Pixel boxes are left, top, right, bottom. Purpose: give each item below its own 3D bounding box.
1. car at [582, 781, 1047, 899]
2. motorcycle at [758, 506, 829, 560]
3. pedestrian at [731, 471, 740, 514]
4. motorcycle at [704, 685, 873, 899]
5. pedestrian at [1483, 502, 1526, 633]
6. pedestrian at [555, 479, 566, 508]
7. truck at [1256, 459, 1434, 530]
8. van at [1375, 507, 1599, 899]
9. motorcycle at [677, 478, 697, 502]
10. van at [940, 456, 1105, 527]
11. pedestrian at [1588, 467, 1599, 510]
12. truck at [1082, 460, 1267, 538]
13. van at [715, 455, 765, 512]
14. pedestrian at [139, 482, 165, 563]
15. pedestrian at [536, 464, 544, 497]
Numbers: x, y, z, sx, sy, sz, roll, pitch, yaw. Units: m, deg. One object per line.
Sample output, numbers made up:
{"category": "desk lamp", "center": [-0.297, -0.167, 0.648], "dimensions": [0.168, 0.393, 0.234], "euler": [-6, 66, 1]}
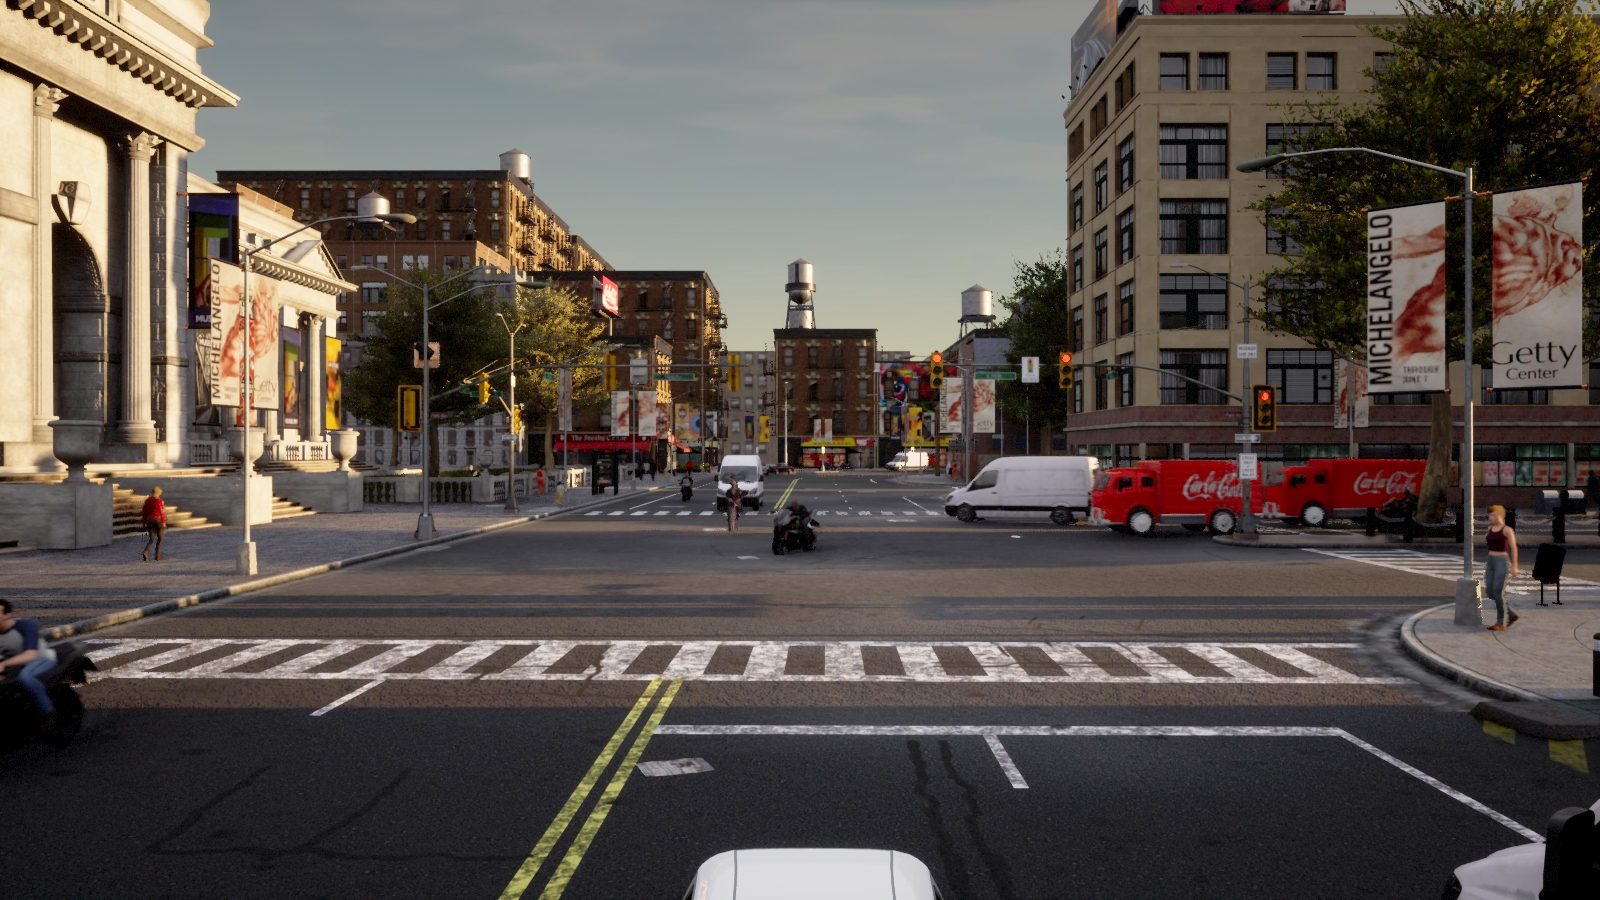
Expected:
{"category": "car", "center": [0.047, 2.120, 3.817], "dimensions": [1.481, 1.376, 2.207], "euler": [0, 0, 0]}
{"category": "motorcycle", "center": [-0.154, 2.205, 30.787], "dimensions": [0.867, 1.251, 2.209], "euler": [2, 1, 30]}
{"category": "pedestrian", "center": [-2.809, 1.848, 49.676], "dimensions": [0.375, 1.860, 0.375], "euler": [0, 0, -8]}
{"category": "motorcycle", "center": [-0.047, 2.182, 6.691], "dimensions": [0.856, 1.236, 1.805], "euler": [0, 0, 1]}
{"category": "pedestrian", "center": [10.262, 1.696, 16.652], "dimensions": [0.375, 1.860, 0.375], "euler": [0, 0, -8]}
{"category": "pedestrian", "center": [-10.966, 1.976, 52.310], "dimensions": [0.375, 1.300, 0.375], "euler": [0, 0, 31]}
{"category": "truck", "center": [19.743, 1.565, 41.607], "dimensions": [5.204, 2.467, 2.627], "euler": [0, 0, 1]}
{"category": "van", "center": [3.538, 1.534, 2.141], "dimensions": [1.988, 2.561, 5.915], "euler": [0, 0, 1]}
{"category": "motorcycle", "center": [-6.217, 2.205, 62.895], "dimensions": [0.867, 1.251, 2.209], "euler": [0, 0, 1]}
{"category": "van", "center": [8.532, 1.534, 43.951], "dimensions": [5.915, 2.561, 1.988], "euler": [0, 1, 25]}
{"category": "pedestrian", "center": [35.125, 1.696, 50.481], "dimensions": [0.375, 1.860, 0.375], "euler": [0, 0, 0]}
{"category": "truck", "center": [12.345, 1.567, 37.917], "dimensions": [5.204, 2.467, 2.627], "euler": [0, 0, -5]}
{"category": "van", "center": [-2.815, 1.534, 54.792], "dimensions": [1.988, 2.561, 5.915], "euler": [0, 0, 1]}
{"category": "pedestrian", "center": [-15.232, 1.696, 26.868], "dimensions": [0.375, 1.860, 0.375], "euler": [0, 0, 6]}
{"category": "pedestrian", "center": [-14.624, 1.697, 64.270], "dimensions": [0.375, 1.860, 0.375], "euler": [0, 0, 3]}
